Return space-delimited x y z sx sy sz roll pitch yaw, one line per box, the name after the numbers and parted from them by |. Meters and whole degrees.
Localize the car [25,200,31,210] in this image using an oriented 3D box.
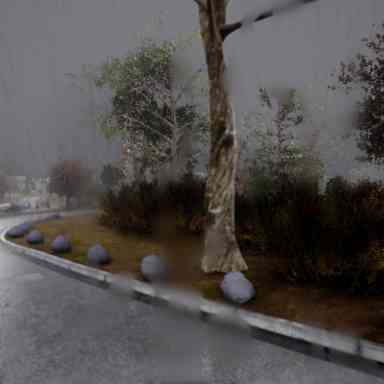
-30.137 2.237 59.449 2.097 1.767 4.553 0 0 -19 | car

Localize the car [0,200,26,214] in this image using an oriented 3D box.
-24.571 2.191 44.470 1.812 1.442 4.674 0 -1 0 | car

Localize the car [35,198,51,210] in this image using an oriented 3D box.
-27.069 2.093 60.596 2.150 2.045 5.566 0 0 -19 | car
